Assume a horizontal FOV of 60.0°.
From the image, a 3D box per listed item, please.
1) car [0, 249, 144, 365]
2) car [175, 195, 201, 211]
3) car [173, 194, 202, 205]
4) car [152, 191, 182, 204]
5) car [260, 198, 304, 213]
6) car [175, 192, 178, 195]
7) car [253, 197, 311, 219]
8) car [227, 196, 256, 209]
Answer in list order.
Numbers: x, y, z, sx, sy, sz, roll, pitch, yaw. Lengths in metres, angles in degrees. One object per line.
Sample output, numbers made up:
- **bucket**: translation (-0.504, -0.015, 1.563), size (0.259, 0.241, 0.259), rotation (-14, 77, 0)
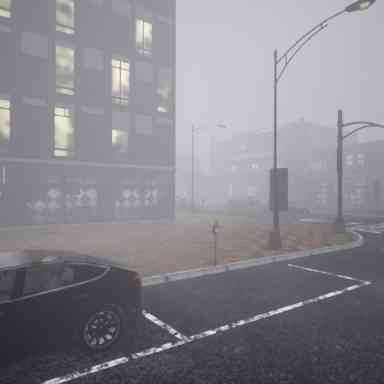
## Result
- **car**: translation (-2.755, 1.566, 4.588), size (4.313, 1.339, 1.947), rotation (0, 0, -36)
- **car**: translation (-0.855, 1.227, 33.688), size (1.802, 1.307, 4.206), rotation (1, 0, -36)
- **car**: translation (-0.691, 1.096, 47.589), size (2.008, 1.369, 4.403), rotation (1, 0, -36)
- **car**: translation (-3.976, 0.789, 52.052), size (2.192, 1.841, 5.009), rotation (1, 0, -36)
- **car**: translation (9.182, 1.336, 34.195), size (1.802, 1.307, 4.206), rotation (1, 0, -36)
- **car**: translation (-1.616, 1.076, 39.078), size (1.882, 1.535, 5.008), rotation (0, 1, -36)
- **car**: translation (7.381, 1.349, 26.870), size (1.994, 1.385, 4.181), rotation (0, 1, -36)
- **car**: translation (5.892, 1.125, 38.661), size (1.967, 1.590, 4.097), rotation (1, 0, -36)
